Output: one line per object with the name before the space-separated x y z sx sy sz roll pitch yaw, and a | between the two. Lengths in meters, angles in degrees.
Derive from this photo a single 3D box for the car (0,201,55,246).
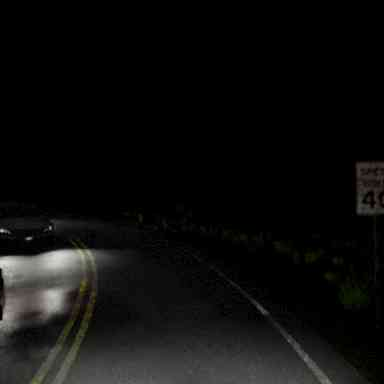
car | -6.597 1.107 12.646 1.812 1.442 4.674 0 3 -35

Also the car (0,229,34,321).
car | -3.536 1.469 2.959 2.128 1.511 4.902 -1 1 -4
